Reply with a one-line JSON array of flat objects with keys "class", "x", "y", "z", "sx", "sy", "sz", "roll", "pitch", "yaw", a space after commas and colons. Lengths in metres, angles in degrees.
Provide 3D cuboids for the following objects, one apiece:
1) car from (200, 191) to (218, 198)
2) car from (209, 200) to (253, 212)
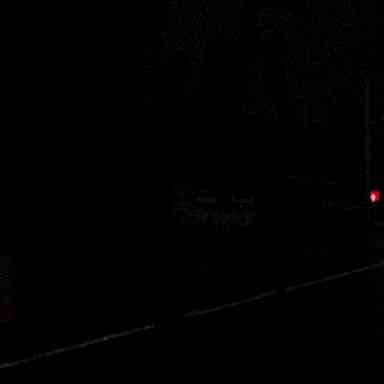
[{"class": "car", "x": 5.030, "y": 0.839, "z": 92.365, "sx": 1.932, "sy": 1.855, "sz": 4.605, "roll": 0, "pitch": 0, "yaw": -37}, {"class": "car", "x": 3.944, "y": 1.508, "z": 33.962, "sx": 1.895, "sy": 1.301, "sz": 4.718, "roll": 0, "pitch": 0, "yaw": -37}]
